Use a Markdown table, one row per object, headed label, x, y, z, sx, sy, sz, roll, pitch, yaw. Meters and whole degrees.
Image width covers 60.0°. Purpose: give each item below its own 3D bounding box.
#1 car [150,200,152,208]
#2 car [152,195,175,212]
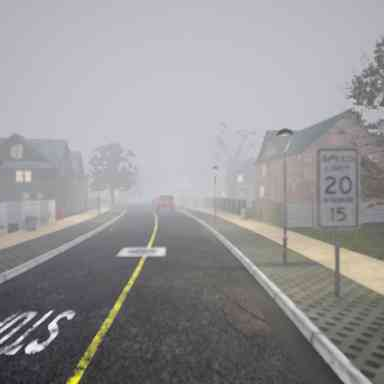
| label | x | y | z | sx | sy | sz | roll | pitch | yaw |
| --- | --- | --- | --- | --- | --- | --- | --- | --- | --- |
| car | -5.262 | 1.693 | 51.073 | 1.882 | 1.535 | 5.008 | 0 | -1 | -13 |
| car | -3.324 | 1.342 | 40.677 | 2.150 | 2.045 | 5.566 | 0 | 0 | -9 |
